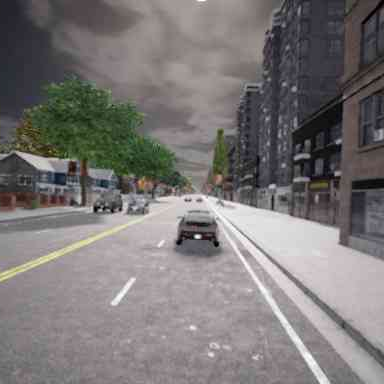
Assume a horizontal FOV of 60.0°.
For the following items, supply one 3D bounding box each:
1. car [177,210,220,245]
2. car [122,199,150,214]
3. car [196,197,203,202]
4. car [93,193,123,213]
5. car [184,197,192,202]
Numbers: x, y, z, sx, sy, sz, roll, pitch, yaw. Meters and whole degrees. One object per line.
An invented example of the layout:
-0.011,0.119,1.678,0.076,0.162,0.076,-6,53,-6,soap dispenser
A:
0.308,1.634,16.323,1.837,1.490,4.892,2,0,1,car
-5.743,1.535,36.161,2.128,1.511,4.902,2,0,1,car
2.044,2.227,93.401,2.033,1.411,5.357,2,0,1,car
-8.980,1.144,36.208,2.150,2.045,5.566,2,0,1,car
-1.194,2.123,93.892,1.994,1.385,4.181,2,0,1,car
